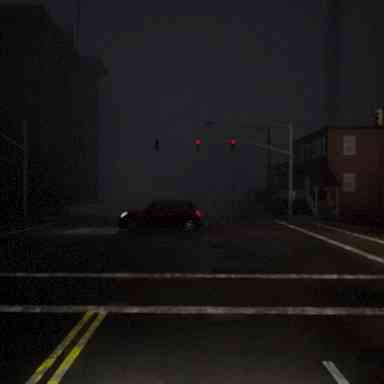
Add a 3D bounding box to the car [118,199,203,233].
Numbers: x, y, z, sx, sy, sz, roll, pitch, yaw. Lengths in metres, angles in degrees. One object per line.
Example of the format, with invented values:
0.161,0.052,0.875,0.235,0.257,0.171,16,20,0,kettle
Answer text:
-1.692,1.199,18.290,4.553,1.767,2.097,0,0,1,car
